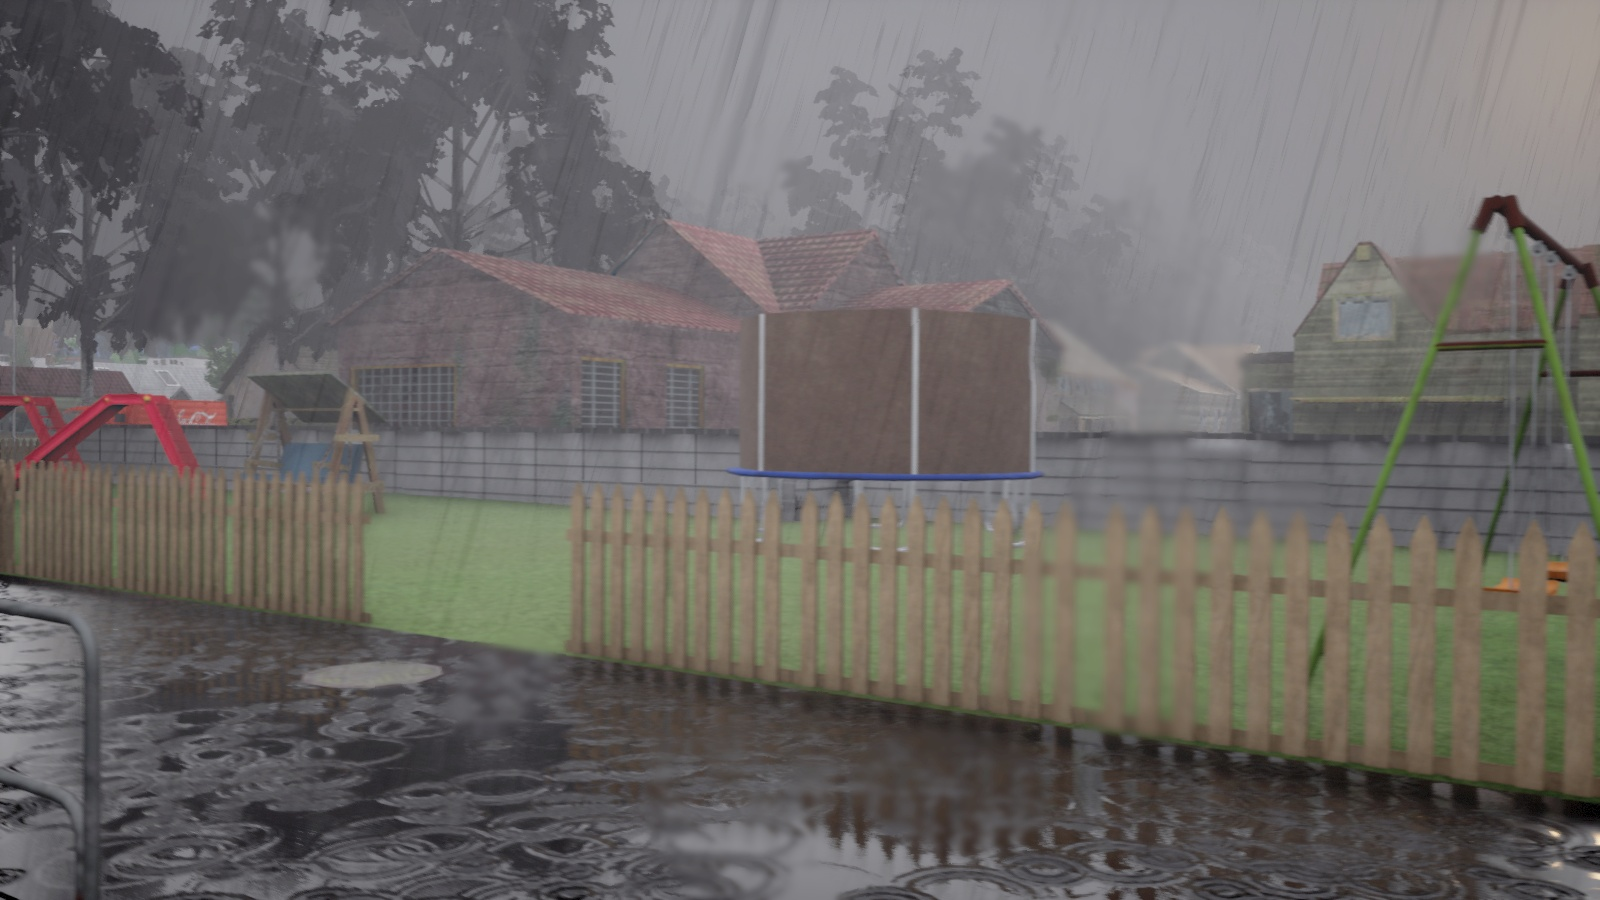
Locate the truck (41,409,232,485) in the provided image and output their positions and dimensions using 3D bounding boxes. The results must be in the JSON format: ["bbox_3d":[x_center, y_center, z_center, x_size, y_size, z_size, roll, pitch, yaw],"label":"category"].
[{"bbox_3d":[-23.001,-0.144,43.733,2.627,2.467,5.204,0,1,33],"label":"truck"}]
